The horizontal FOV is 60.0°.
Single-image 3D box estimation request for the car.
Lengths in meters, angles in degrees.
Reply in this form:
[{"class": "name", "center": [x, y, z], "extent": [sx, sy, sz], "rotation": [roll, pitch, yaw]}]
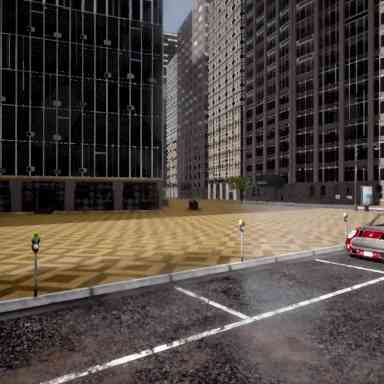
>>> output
[{"class": "car", "center": [7.205, 1.437, 11.691], "extent": [4.097, 1.590, 1.967], "rotation": [0, 0, -35]}]
